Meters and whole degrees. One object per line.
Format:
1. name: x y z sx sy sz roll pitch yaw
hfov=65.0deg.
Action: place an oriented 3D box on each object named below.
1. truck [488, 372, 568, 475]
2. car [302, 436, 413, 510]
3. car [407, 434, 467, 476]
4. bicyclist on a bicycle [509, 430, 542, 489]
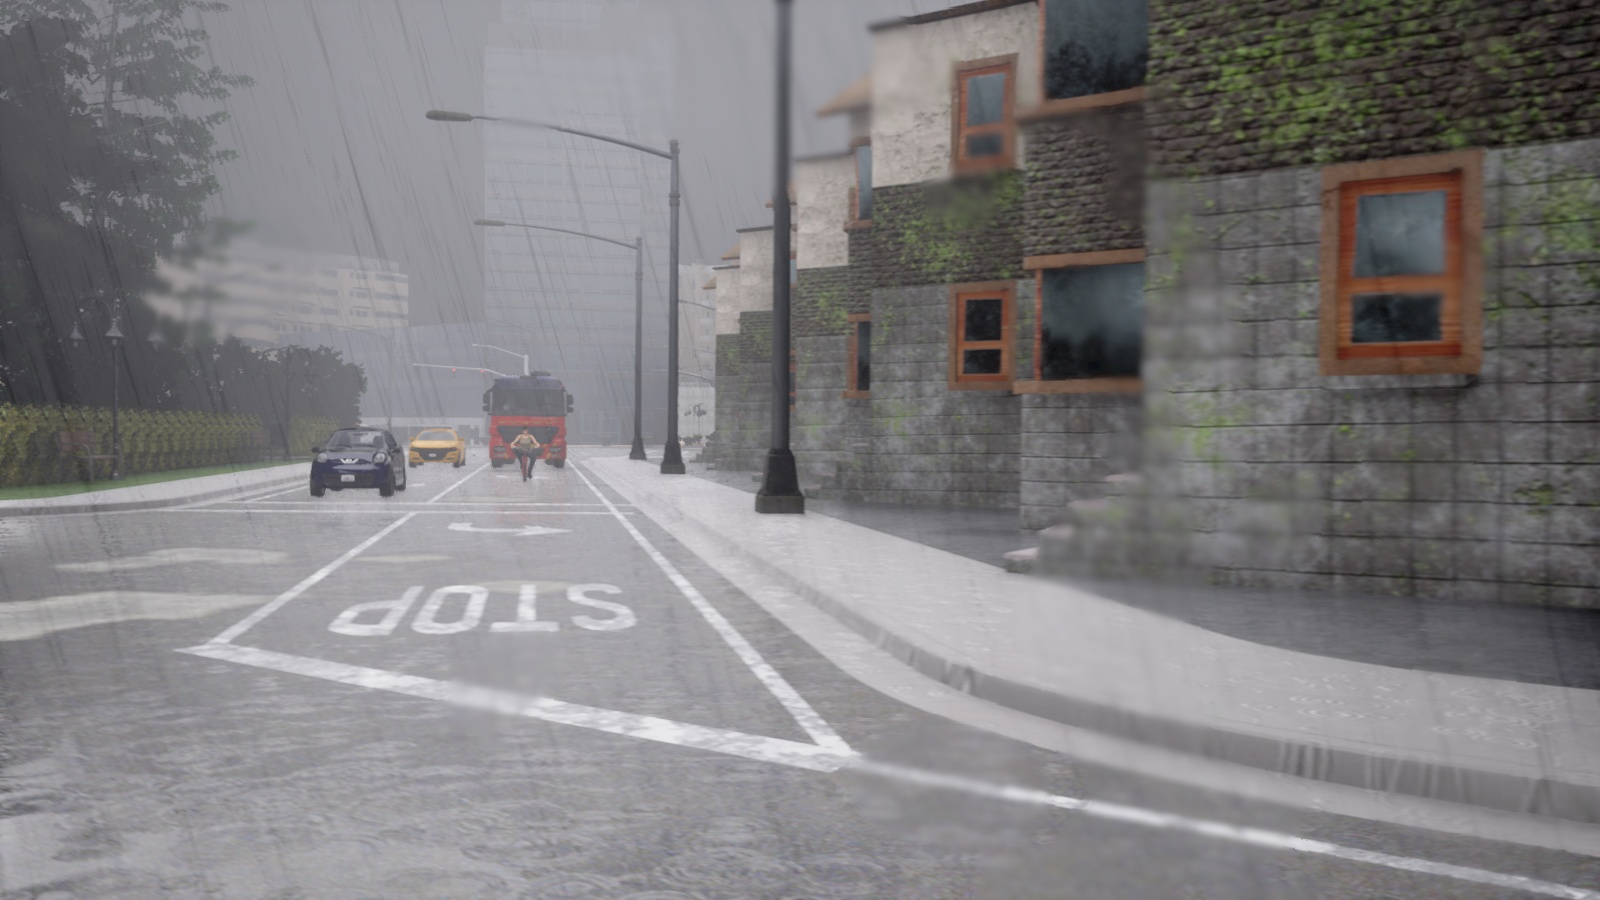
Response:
1. truck: -11.030 -1.041 51.157 2.891 3.827 8.468 -1 1 -12
2. car: -9.734 0.447 27.859 1.845 1.501 3.633 -1 1 -12
3. car: -14.238 0.152 49.499 1.882 1.535 5.008 -1 1 -12
4. bicyclist on a bicycle: -7.708 0.249 35.353 0.866 1.612 1.509 -1 1 -11
